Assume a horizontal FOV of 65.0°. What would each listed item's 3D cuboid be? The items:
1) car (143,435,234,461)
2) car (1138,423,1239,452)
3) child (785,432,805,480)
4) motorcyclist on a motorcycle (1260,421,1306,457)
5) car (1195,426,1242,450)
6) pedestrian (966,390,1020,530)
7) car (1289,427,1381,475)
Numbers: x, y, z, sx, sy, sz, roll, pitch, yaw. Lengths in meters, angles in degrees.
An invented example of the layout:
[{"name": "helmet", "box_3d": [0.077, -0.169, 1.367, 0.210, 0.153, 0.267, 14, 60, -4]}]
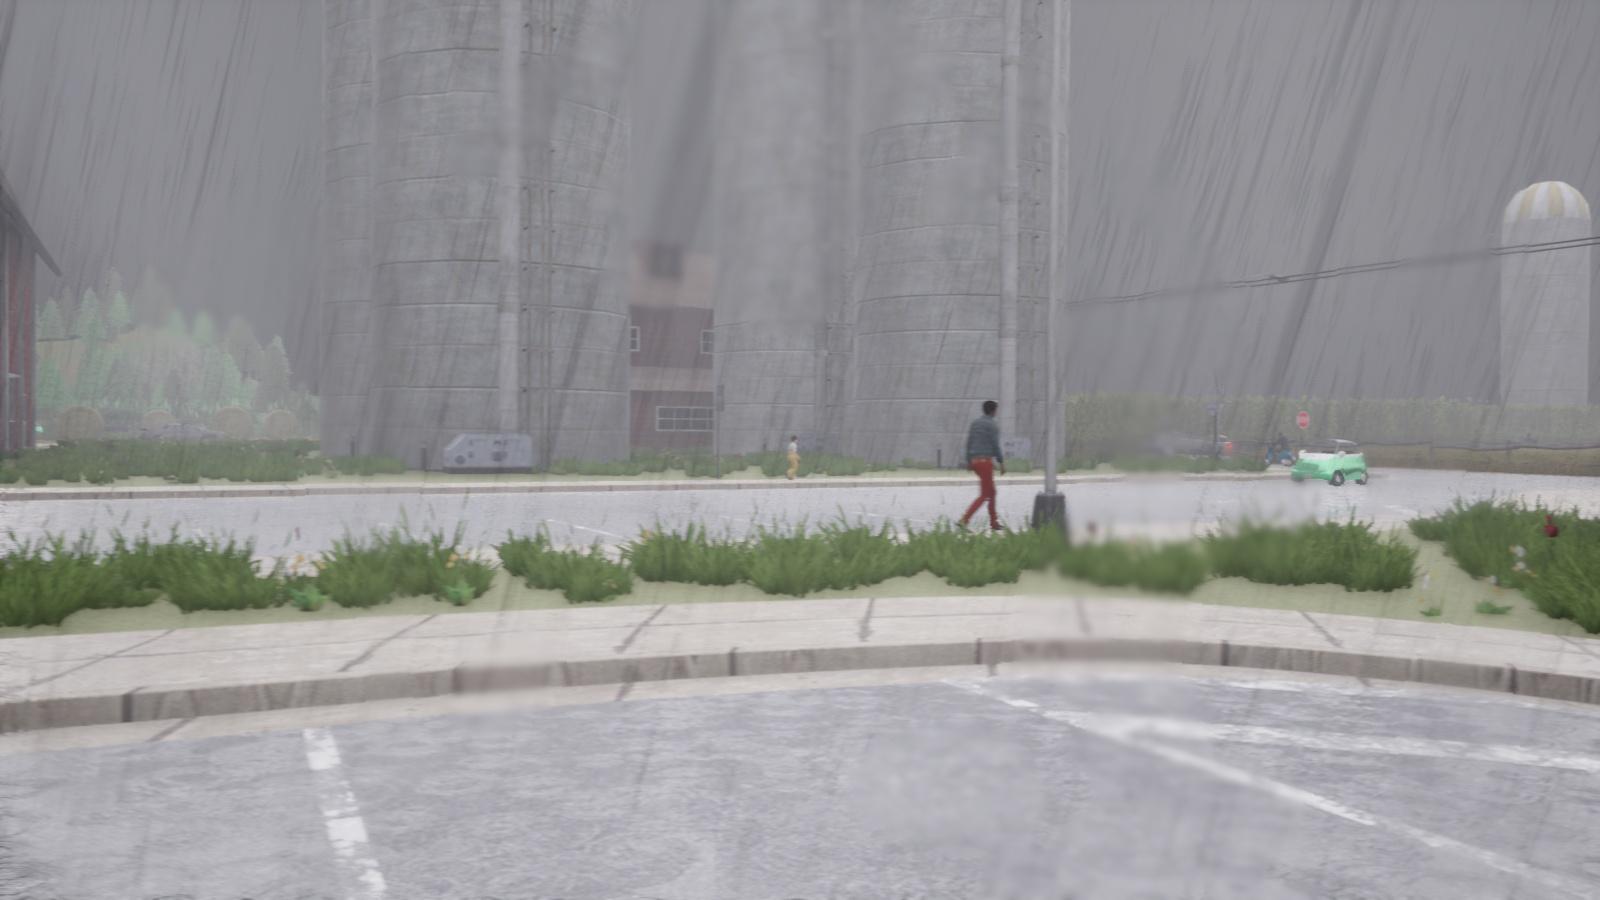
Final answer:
[{"name": "car", "box_3d": [-37.238, -0.144, 76.547, 4.902, 1.511, 2.128, -1, 1, -27]}, {"name": "car", "box_3d": [21.263, -0.696, 68.760, 4.902, 1.511, 2.128, -1, 1, -16]}, {"name": "child", "box_3d": [-0.133, 0.153, 33.574, 0.437, 1.263, 0.270, -1, 1, -24]}, {"name": "motorcyclist on a motorcycle", "box_3d": [21.934, -0.505, 57.072, 0.866, 1.590, 1.817, -1, 1, -27]}, {"name": "car", "box_3d": [24.599, -0.725, 73.777, 2.207, 1.376, 1.481, -1, 1, -26]}, {"name": "pedestrian", "box_3d": [2.602, 0.128, 16.912, 0.614, 1.847, 0.353, -1, 1, -28]}, {"name": "car", "box_3d": [15.878, 0.013, 37.285, 2.207, 1.376, 1.481, -1, 1, -31]}]
